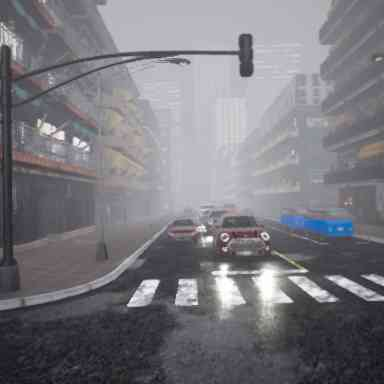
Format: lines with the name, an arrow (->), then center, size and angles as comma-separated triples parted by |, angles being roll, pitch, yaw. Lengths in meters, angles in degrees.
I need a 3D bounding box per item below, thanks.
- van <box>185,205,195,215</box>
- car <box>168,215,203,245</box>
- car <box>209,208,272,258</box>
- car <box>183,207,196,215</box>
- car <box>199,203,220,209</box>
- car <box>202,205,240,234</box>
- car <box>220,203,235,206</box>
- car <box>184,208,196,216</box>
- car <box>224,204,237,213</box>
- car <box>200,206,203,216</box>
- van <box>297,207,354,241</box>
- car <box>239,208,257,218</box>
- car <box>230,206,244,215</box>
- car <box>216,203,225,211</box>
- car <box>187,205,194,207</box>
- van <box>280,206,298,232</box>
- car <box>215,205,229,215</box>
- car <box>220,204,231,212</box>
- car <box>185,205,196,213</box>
van -> -0.351, 3.485, 64.298 | 1.690, 1.788, 3.998 | -2, -2, 0
car -> -0.486, 2.246, 19.498 | 1.802, 1.307, 4.206 | -2, -2, 0
car -> 2.073, 1.799, 14.843 | 2.097, 1.767, 4.553 | -1, -2, 0
car -> -0.396, 3.171, 47.494 | 1.802, 1.307, 4.206 | -2, -2, 0
car -> 2.204, 2.693, 45.904 | 2.150, 2.045, 5.566 | -1, -2, 0
car -> 2.092, 2.134, 24.966 | 2.097, 1.767, 4.553 | -1, -2, 0
car -> 5.364, 2.725, 49.222 | 2.150, 2.045, 5.566 | -1, -2, 0
car -> -0.361, 3.509, 58.692 | 2.008, 1.369, 4.403 | -2, -2, 0
car -> 8.011, 3.437, 69.850 | 2.192, 1.841, 5.009 | -2, -2, 0
car -> 2.136, 2.603, 35.398 | 1.882, 1.535, 5.008 | -1, -2, 0
van -> 7.849, 1.799, 19.457 | 1.690, 1.788, 3.998 | -2, -2, 0
car -> 7.949, 2.963, 47.445 | 1.802, 1.307, 4.206 | -2, -2, 0
car -> 7.983, 3.282, 58.815 | 1.752, 1.417, 4.829 | -2, -2, 0
car -> 7.796, 4.079, 91.911 | 2.150, 2.045, 5.566 | -1, -2, 0
car -> -0.383, 3.214, 53.097 | 1.967, 1.590, 4.097 | -2, -2, 0
van -> 7.867, 1.983, 25.056 | 1.690, 1.788, 3.998 | -2, -2, 0
car -> 5.398, 3.209, 59.911 | 2.097, 1.767, 4.553 | -1, -2, 0
car -> 8.047, 3.808, 81.048 | 2.192, 1.841, 5.009 | -2, -2, 0
car -> -0.339, 3.830, 75.497 | 2.192, 1.841, 5.009 | -2, -2, 0
